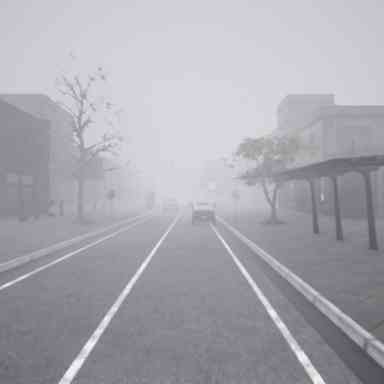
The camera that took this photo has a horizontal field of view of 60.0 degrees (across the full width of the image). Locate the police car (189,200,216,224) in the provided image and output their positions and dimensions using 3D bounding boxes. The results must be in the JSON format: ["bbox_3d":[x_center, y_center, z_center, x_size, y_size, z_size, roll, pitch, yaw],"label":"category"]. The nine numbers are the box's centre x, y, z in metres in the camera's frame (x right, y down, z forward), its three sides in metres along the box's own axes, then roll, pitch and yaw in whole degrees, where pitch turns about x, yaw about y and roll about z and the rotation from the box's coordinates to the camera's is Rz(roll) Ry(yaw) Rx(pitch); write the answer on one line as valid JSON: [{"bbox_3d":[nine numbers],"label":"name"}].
[{"bbox_3d":[0.902,1.725,27.579,1.930,1.638,5.238,0,-1,0],"label":"police car"}]

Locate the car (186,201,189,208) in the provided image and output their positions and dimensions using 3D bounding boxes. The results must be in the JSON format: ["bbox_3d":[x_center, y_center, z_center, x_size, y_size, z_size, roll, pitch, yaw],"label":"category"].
[{"bbox_3d":[0.004,2.320,64.135,1.837,1.490,4.892,0,-1,0],"label":"car"}]

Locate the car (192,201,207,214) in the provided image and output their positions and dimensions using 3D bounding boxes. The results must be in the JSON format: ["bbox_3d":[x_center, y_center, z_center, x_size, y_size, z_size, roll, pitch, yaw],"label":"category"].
[{"bbox_3d":[0.903,2.017,43.467,1.882,1.535,5.008,0,-1,0],"label":"car"}]

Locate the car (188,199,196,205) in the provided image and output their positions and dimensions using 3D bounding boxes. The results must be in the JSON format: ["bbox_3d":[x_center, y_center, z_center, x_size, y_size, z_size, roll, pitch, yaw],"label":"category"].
[{"bbox_3d":[0.005,2.314,79.134,2.033,1.411,5.357,0,0,0],"label":"car"}]

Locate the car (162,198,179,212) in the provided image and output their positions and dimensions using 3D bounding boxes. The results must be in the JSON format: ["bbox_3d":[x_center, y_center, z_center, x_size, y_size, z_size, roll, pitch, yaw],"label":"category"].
[{"bbox_3d":[-3.081,1.836,48.501,2.150,2.045,5.566,0,-1,0],"label":"car"}]
